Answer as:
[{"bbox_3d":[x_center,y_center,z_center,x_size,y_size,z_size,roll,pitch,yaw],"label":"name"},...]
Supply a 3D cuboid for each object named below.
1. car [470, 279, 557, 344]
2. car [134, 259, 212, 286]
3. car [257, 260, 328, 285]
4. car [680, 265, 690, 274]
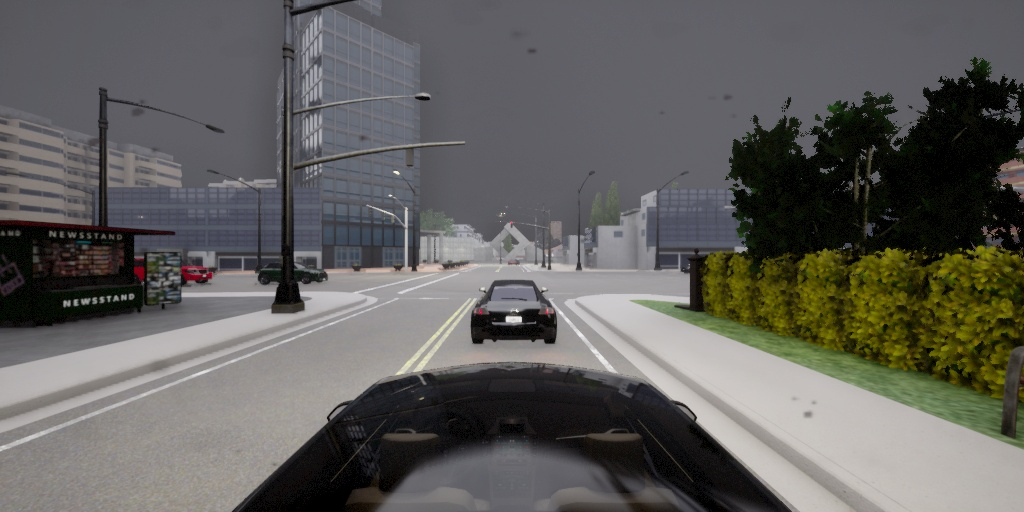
[{"bbox_3d":[0.044,1.313,9.610,1.994,1.385,4.181,0,0,0],"label":"car"},{"bbox_3d":[-26.016,1.188,27.075,5.566,2.045,2.150,-1,0,-1],"label":"car"},{"bbox_3d":[-16.499,1.208,27.193,4.553,1.767,2.097,-1,0,-1],"label":"car"},{"bbox_3d":[20.336,1.264,38.346,4.181,1.385,1.994,0,0,-2],"label":"car"}]
